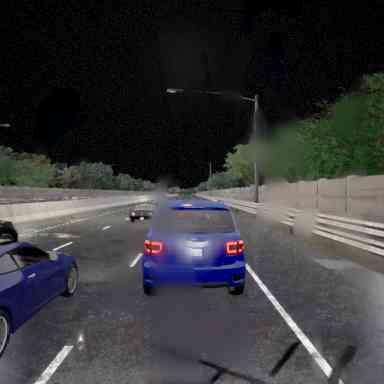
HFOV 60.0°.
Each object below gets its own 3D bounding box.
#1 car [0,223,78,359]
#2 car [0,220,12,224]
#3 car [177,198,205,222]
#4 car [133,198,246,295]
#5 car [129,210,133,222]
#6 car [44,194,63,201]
[{"bbox_3d":[-3.460,1.528,5.638,1.812,1.442,4.674,0,0,-1],"label":"car"},{"bbox_3d":[-6.978,1.226,8.962,2.150,2.045,5.566,0,0,-1],"label":"car"},{"bbox_3d":[-0.139,1.379,27.490,2.097,1.767,4.553,0,0,-1],"label":"car"},{"bbox_3d":[0.022,1.225,8.873,2.150,2.045,5.566,0,0,-1],"label":"car"},{"bbox_3d":[-3.632,1.625,26.187,1.895,1.301,4.718,0,0,-1],"label":"car"},{"bbox_3d":[-25.033,1.091,60.239,2.097,1.767,4.553,0,0,-1],"label":"car"}]
